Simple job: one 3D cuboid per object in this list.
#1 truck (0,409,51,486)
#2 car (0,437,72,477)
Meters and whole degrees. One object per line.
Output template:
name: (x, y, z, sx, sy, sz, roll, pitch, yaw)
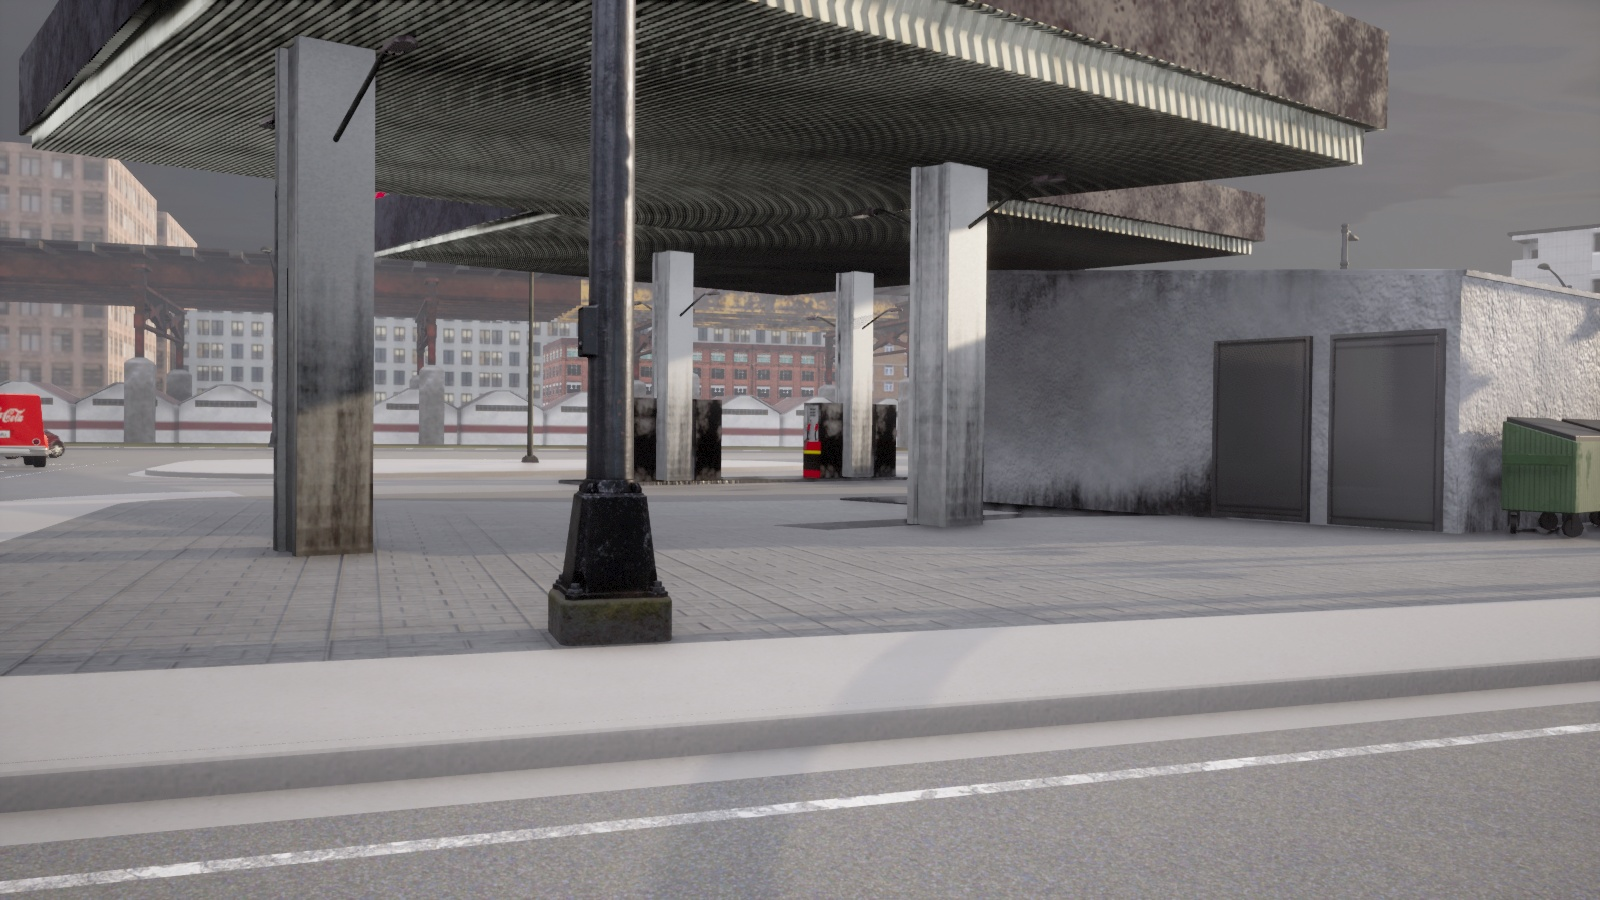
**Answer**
truck: (-27.017, -0.088, 42.456, 2.627, 2.467, 5.204, -1, 1, -34)
car: (-31.866, 0.286, 51.302, 1.789, 1.549, 3.705, -1, 1, 5)
